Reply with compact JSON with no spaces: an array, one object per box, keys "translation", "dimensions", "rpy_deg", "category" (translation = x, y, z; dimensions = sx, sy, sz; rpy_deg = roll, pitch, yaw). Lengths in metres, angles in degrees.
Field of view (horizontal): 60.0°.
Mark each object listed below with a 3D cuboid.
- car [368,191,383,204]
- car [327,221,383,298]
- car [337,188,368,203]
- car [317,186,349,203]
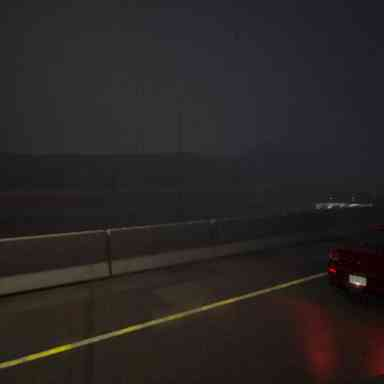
[{"translation":[22.048,0.516,36.988],"dimensions":[5.008,1.535,1.882],"rpy_deg":[-2,1,-38],"category":"car"},{"translation":[4.803,1.331,7.181],"dimensions":[4.674,1.442,1.812],"rpy_deg":[-2,1,-35],"category":"car"},{"translation":[19.683,0.551,39.583],"dimensions":[4.892,1.490,1.837],"rpy_deg":[-2,1,-37],"category":"car"},{"translation":[18.425,0.247,43.010],"dimensions":[5.566,2.045,2.150],"rpy_deg":[-1,1,-38],"category":"car"}]
